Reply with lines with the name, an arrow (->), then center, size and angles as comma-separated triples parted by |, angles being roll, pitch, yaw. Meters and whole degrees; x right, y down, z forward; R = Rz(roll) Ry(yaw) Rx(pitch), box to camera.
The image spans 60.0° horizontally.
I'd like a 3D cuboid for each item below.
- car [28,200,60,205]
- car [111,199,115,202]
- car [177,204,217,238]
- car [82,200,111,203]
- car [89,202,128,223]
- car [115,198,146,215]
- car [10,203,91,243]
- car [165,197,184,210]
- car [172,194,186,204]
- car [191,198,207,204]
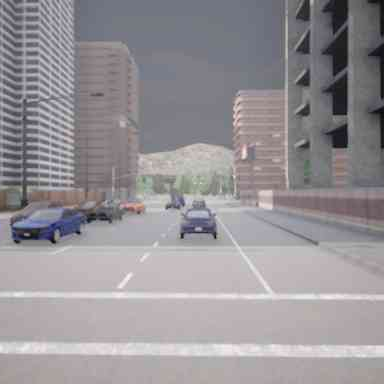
car -> -10.217, 1.409, 22.517 | 2.097, 1.767, 4.553 | 0, 0, 2
car -> -9.605, 1.585, 42.818 | 1.882, 1.535, 5.008 | 0, 0, 1
car -> 0.357, 1.570, 17.784 | 1.812, 1.442, 4.674 | 0, 0, 1
car -> -9.915, 1.560, 32.643 | 1.882, 1.535, 5.008 | 0, 0, 3
car -> -6.621, 1.666, 25.773 | 1.895, 1.301, 4.718 | 0, 0, 2
car -> -6.310, 1.441, 35.578 | 2.097, 1.767, 4.553 | 0, 0, 2
car -> -6.869, 1.519, 16.432 | 1.882, 1.535, 5.008 | 0, 0, 1
car -> -2.461, 1.712, 44.415 | 1.895, 1.301, 4.718 | 0, 0, 2
car -> -2.302, 1.358, 54.455 | 2.150, 2.045, 5.566 | 0, 0, 1
car -> 0.955, 1.605, 44.711 | 2.128, 1.511, 4.902 | 0, 0, 2
